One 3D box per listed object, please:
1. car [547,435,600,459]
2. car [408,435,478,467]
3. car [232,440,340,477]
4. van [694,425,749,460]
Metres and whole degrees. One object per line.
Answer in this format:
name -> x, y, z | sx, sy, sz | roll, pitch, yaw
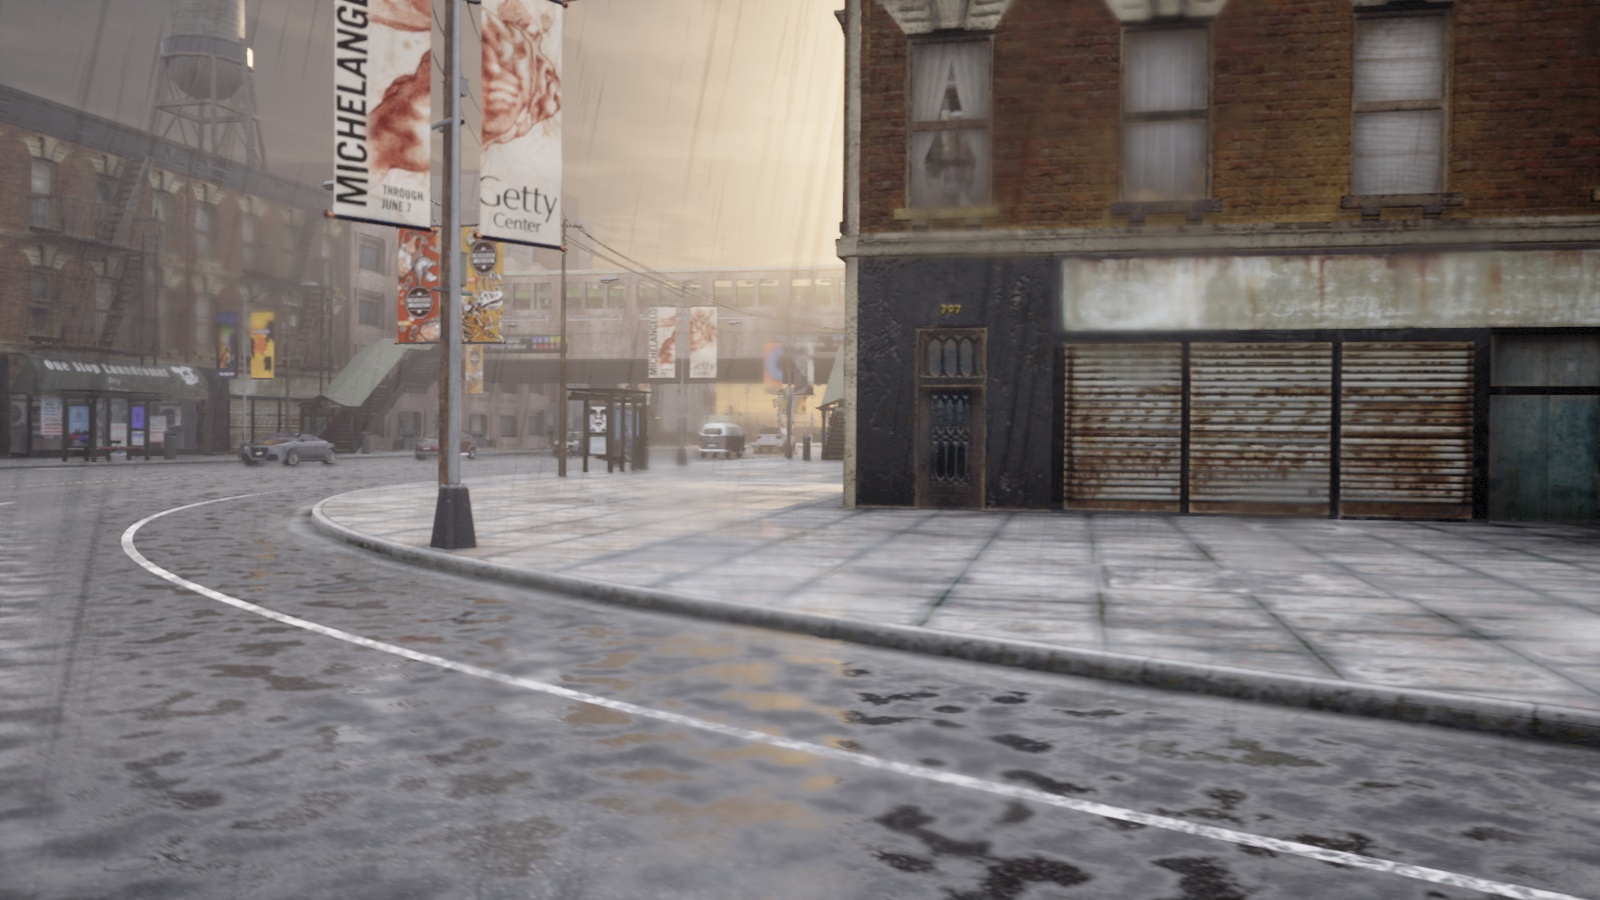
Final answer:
car -> -14.371, -0.205, 79.902 | 1.970, 1.475, 3.806 | 0, 1, 13
car -> -18.027, 0.049, 63.554 | 1.789, 1.549, 3.705 | 0, 1, 14
car -> -20.843, 0.318, 51.092 | 1.994, 1.385, 4.181 | 0, 1, 13
van -> -4.670, -0.469, 75.193 | 2.069, 2.038, 4.480 | 0, 1, 13
